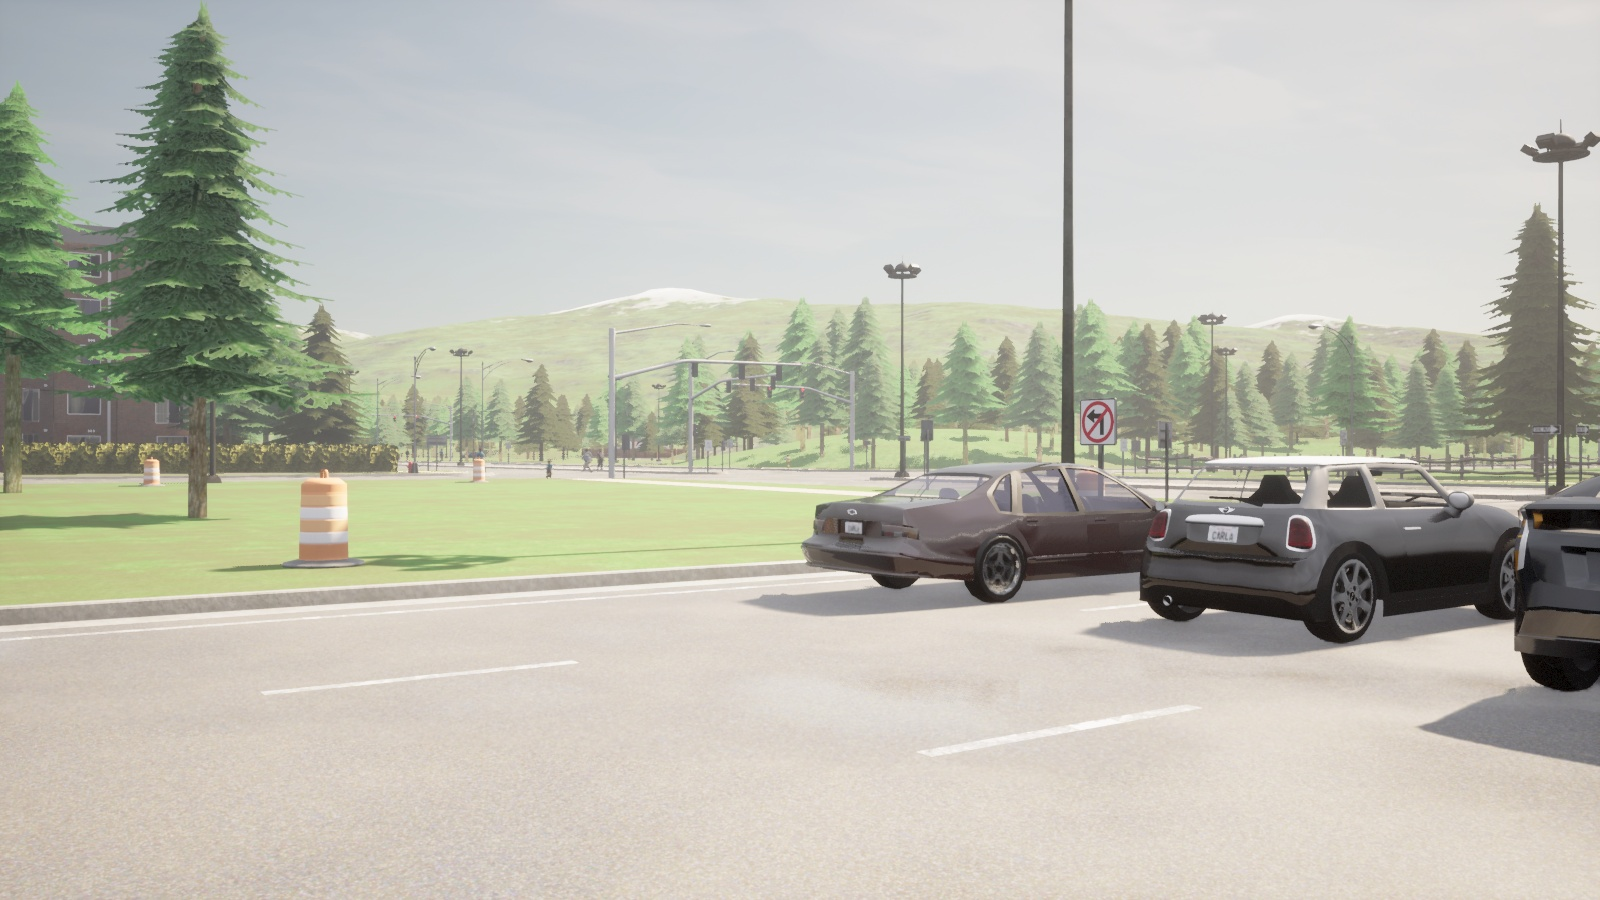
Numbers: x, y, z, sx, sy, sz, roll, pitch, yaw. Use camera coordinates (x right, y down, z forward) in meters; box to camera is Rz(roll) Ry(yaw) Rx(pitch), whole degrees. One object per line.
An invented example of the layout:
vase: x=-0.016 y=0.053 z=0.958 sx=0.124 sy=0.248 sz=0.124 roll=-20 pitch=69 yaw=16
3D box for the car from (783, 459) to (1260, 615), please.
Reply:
car: x=2.600 y=0.821 z=13.997 sx=5.357 sy=1.411 sz=2.033 roll=0 pitch=0 yaw=-35

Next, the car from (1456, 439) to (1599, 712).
car: x=6.432 y=0.698 z=8.136 sx=4.514 sy=1.525 sz=2.007 roll=0 pitch=0 yaw=-35

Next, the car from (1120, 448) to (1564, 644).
car: x=4.955 y=0.728 z=11.371 sx=3.806 sy=1.475 sz=1.970 roll=0 pitch=0 yaw=-35

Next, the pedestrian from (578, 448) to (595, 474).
pedestrian: x=-15.283 y=0.786 z=89.952 sx=0.900 sy=1.855 sz=0.874 roll=0 pitch=0 yaw=-43
